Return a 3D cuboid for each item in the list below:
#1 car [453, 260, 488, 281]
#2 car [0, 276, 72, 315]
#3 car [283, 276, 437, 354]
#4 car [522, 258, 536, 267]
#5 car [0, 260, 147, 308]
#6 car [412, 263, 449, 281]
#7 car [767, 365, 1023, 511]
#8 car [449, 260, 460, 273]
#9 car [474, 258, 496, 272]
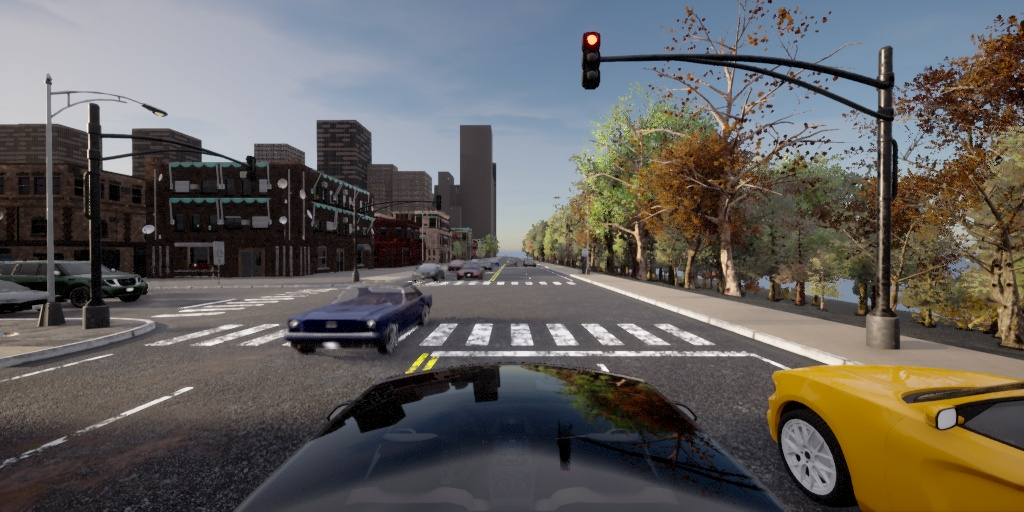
[{"bbox_3d":[-3.378,1.305,29.939,1.994,1.385,4.181,0,0,0],"label":"car"},{"bbox_3d":[-19.958,1.565,13.458,4.313,1.339,1.948,0,0,0],"label":"car"},{"bbox_3d":[-3.358,1.349,8.864,1.895,1.301,4.718,0,0,0],"label":"car"},{"bbox_3d":[3.282,1.290,64.455,1.994,1.385,4.181,0,0,1],"label":"car"},{"bbox_3d":[-20.010,1.194,16.159,5.566,2.045,2.150,-1,1,0],"label":"car"},{"bbox_3d":[-6.624,1.268,28.880,1.812,1.442,4.674,0,0,0],"label":"car"},{"bbox_3d":[3.351,1.228,1.351,1.882,1.535,5.008,0,0,0],"label":"car"},{"bbox_3d":[-6.641,1.213,43.973,1.882,1.535,5.008,0,0,0],"label":"car"},{"bbox_3d":[-3.391,1.240,45.080,1.837,1.490,4.892,0,0,0],"label":"car"}]
